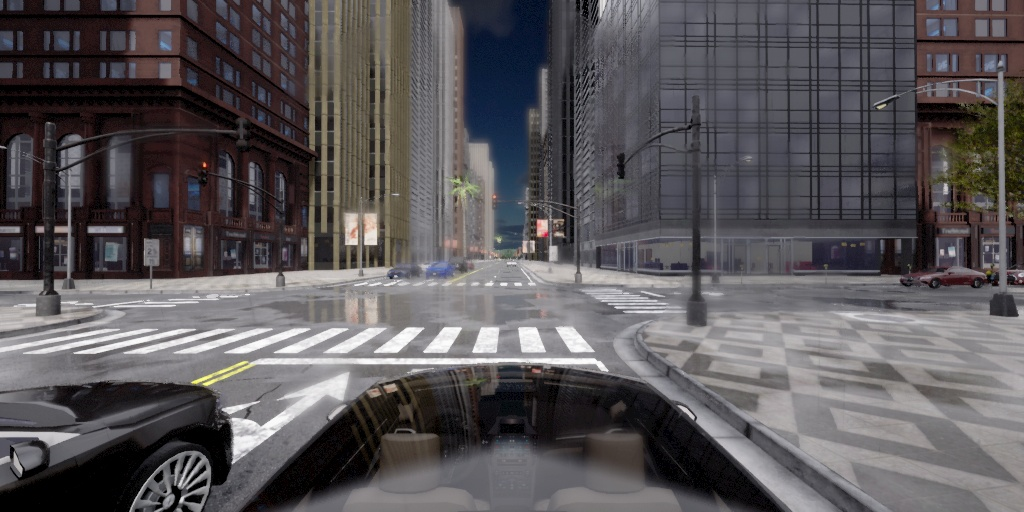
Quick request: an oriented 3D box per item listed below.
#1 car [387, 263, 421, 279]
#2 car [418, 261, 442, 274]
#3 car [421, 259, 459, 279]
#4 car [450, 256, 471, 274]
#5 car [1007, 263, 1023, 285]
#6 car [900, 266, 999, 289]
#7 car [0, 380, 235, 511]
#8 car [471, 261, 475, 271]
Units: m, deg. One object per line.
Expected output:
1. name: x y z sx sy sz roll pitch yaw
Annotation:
1. car: -9.863 1.361 33.518 2.033 1.411 5.357 0 0 3
2. car: -9.913 1.371 43.705 1.812 1.442 4.674 0 0 0
3. car: -6.643 1.291 33.548 1.882 1.535 5.008 0 0 2
4. car: -6.659 1.067 43.656 2.150 2.045 5.566 0 0 0
5. car: 32.073 1.117 22.090 4.097 1.591 1.967 0 0 -1
6. car: 26.435 1.275 21.994 4.207 1.307 1.802 0 0 -1
7. car: -3.138 1.241 0.908 2.128 1.511 4.902 0 0 -1
8. car: -6.657 1.411 53.946 1.812 1.442 4.674 0 0 0
